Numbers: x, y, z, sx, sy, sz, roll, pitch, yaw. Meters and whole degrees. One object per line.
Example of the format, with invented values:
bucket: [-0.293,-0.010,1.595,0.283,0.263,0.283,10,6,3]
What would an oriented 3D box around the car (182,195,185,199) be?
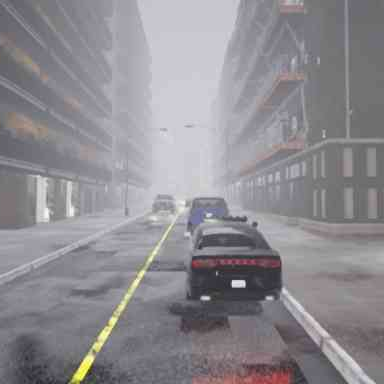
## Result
car: [0.004,1.449,45.698,1.837,1.490,4.892,0,0,0]

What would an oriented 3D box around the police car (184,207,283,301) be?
police car: [0.824,1.415,8.468,1.930,1.638,5.238,0,0,0]

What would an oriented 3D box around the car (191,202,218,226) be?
car: [0.823,1.496,24.366,1.812,1.442,4.674,0,0,0]

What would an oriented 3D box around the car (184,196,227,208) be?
car: [0.823,1.202,18.395,2.150,2.045,5.566,0,0,0]

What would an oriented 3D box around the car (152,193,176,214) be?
car: [-2.852,1.178,34.870,2.150,2.045,5.566,0,0,0]

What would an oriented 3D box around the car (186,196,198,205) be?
car: [-0.005,1.422,59.999,2.128,1.511,4.902,0,0,0]

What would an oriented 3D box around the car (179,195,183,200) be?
car: [-2.761,1.454,95.497,2.033,1.411,5.357,0,0,0]
